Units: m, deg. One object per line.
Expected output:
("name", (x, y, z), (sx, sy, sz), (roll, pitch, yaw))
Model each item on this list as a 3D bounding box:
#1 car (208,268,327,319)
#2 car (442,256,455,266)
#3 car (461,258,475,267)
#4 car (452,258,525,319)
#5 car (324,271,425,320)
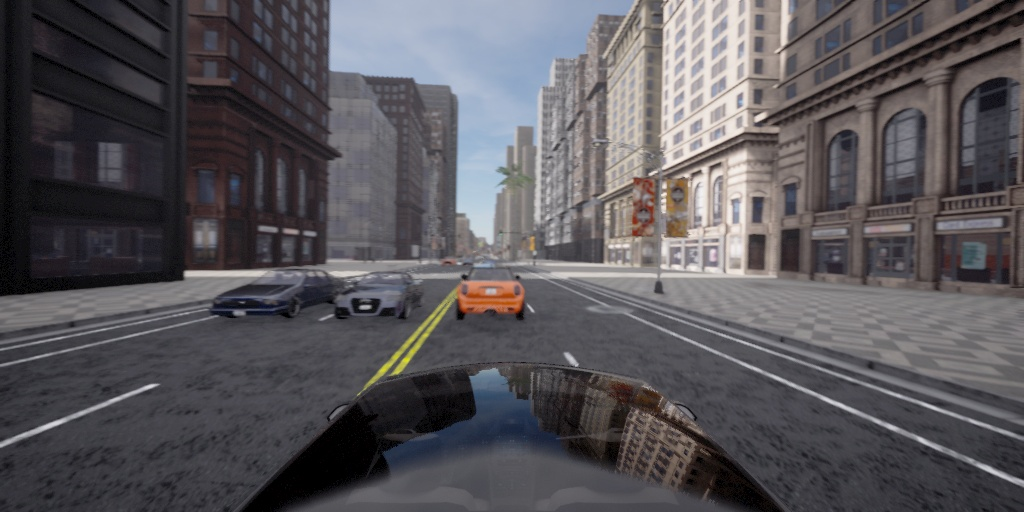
("car", (-7.446, 1.137, 12.240), (2.033, 1.411, 5.357), (1, 0, -4))
("car", (-10.600, 0.784, 60.567), (2.097, 1.767, 4.553), (1, 0, -4))
("car", (-7.359, 1.025, 60.756), (2.033, 1.411, 5.357), (1, 0, -4))
("car", (-0.761, 1.053, 12.708), (2.097, 1.767, 4.553), (1, 0, -4))
("car", (-4.166, 1.210, 11.875), (1.994, 1.385, 4.181), (1, 0, -4))
